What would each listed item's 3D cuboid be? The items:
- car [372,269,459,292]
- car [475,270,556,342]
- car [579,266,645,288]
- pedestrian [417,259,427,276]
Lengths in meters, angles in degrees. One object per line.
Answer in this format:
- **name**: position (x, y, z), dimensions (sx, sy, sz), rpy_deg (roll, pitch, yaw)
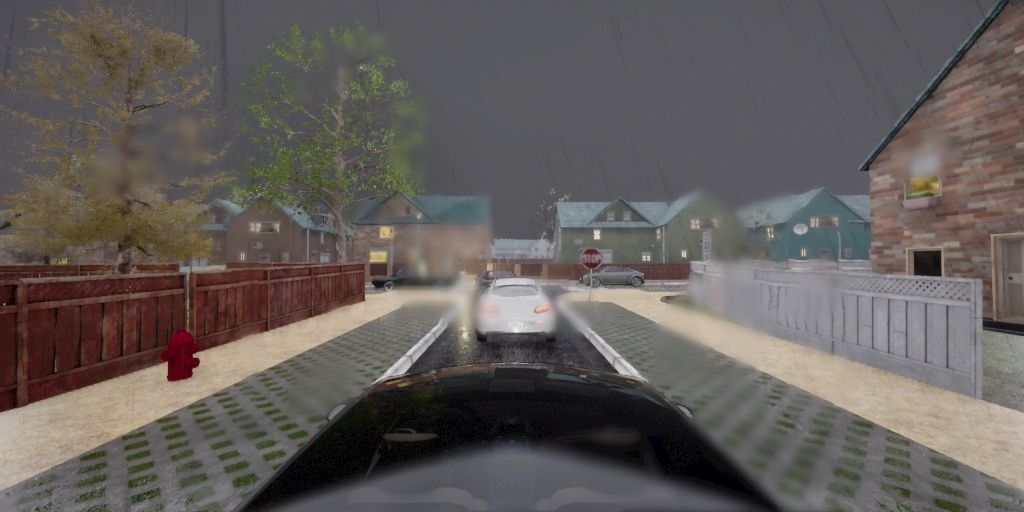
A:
- **car**: position (-5.496, 1.417, 20.913), dimensions (4.718, 1.301, 1.895), rpy_deg (-1, -1, 1)
- **car**: position (0.097, 1.280, 9.713), dimensions (1.812, 1.442, 4.674), rpy_deg (0, 0, 0)
- **car**: position (6.523, 1.344, 23.712), dimensions (4.181, 1.385, 1.994), rpy_deg (0, -1, 1)
- **pedestrian**: position (-6.718, 1.119, 26.797), dimensions (0.375, 1.860, 0.375), rpy_deg (0, -1, 1)
